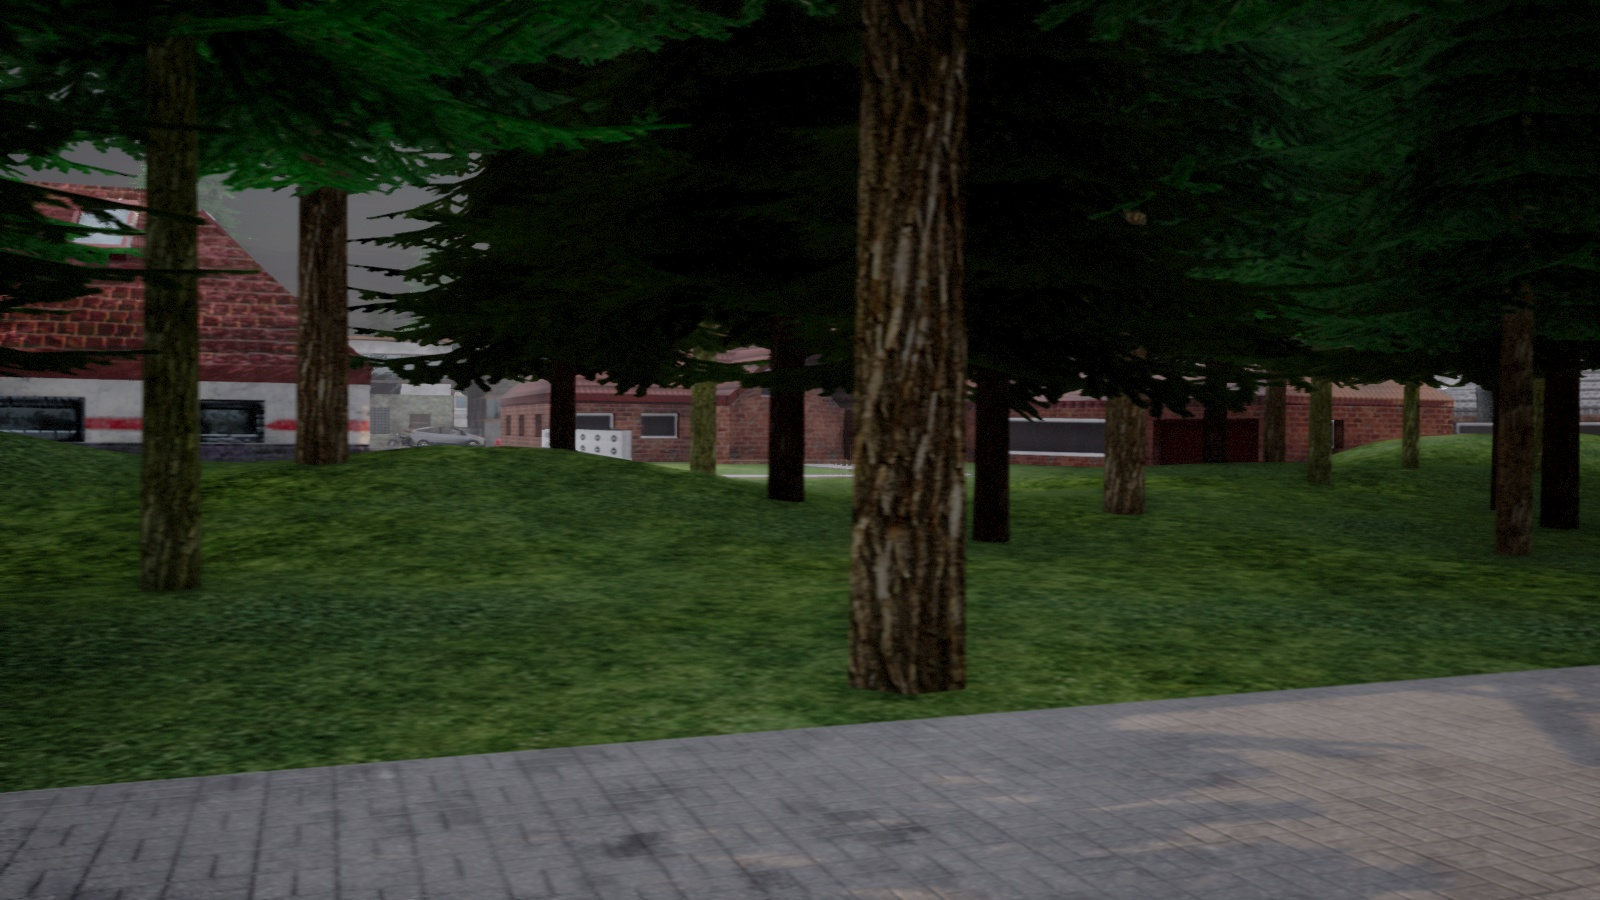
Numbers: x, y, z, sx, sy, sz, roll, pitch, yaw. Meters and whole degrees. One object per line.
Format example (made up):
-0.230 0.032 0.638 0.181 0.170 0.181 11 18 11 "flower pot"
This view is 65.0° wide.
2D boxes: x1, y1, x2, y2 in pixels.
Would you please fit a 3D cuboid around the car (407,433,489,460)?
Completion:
-21.066 -0.250 75.112 4.514 1.525 2.007 -1 1 -21 "car"

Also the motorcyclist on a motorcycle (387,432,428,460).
-24.402 -0.259 78.123 2.350 1.649 0.766 -1 1 -21 "motorcyclist on a motorcycle"
